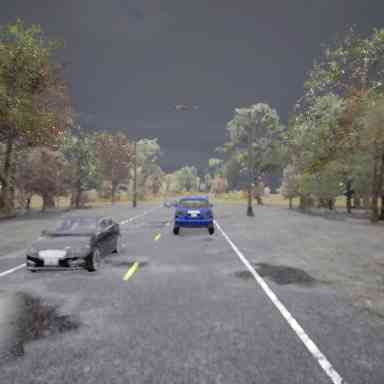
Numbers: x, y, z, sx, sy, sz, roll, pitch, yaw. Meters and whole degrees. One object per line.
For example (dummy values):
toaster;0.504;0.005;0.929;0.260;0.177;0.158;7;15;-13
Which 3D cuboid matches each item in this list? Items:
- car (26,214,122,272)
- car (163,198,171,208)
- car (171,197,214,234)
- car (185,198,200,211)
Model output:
car;-3.595;1.528;10.957;2.128;1.511;4.902;0;0;0
car;-3.523;1.662;52.507;2.128;1.511;4.902;0;0;1
car;0.103;1.288;19.945;2.150;2.045;5.566;0;0;0
car;0.113;1.621;44.129;1.882;1.535;5.008;0;0;0
